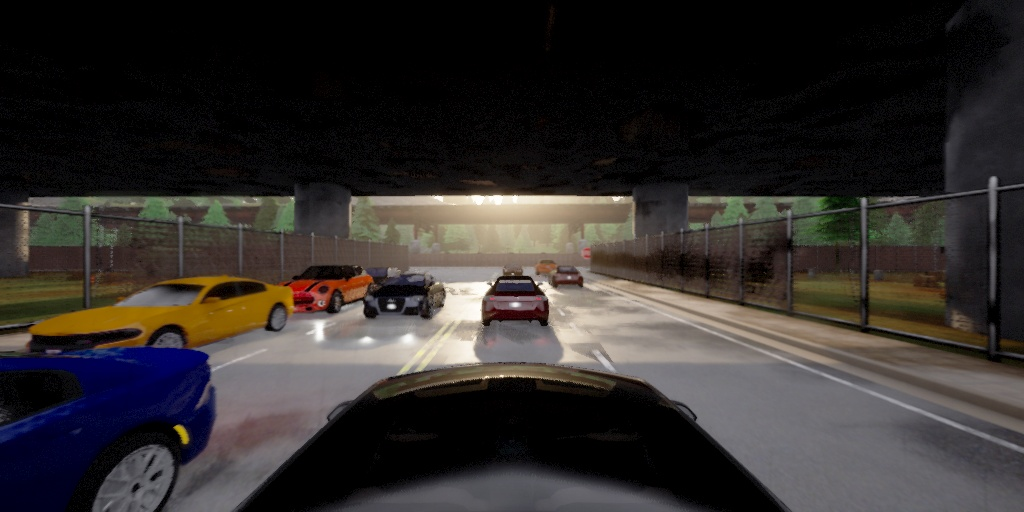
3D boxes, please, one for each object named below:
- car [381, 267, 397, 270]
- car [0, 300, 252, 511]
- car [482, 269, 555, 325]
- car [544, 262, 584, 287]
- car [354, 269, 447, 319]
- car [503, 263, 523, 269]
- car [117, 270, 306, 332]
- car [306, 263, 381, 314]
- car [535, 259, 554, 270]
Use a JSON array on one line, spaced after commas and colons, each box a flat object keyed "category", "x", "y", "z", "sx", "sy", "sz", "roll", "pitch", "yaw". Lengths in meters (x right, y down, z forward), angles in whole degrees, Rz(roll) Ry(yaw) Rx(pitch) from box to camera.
[{"category": "car", "x": -7.069, "y": 1.296, "z": 19.180, "sx": 2.033, "sy": 1.411, "sz": 5.357, "roll": 0, "pitch": 0, "yaw": 0}, {"category": "car", "x": -3.599, "y": 1.228, "z": 1.121, "sx": 1.882, "sy": 1.535, "sz": 5.008, "roll": 0, "pitch": 0, "yaw": 0}, {"category": "car", "x": 0.094, "y": 1.313, "z": 11.857, "sx": 1.994, "sy": 1.385, "sz": 4.181, "roll": 0, "pitch": 0, "yaw": 0}, {"category": "car", "x": 3.556, "y": 1.311, "z": 24.286, "sx": 1.994, "sy": 1.385, "sz": 4.181, "roll": 0, "pitch": 0, "yaw": 0}, {"category": "car", "x": -3.590, "y": 1.313, "z": 12.676, "sx": 1.994, "sy": 1.385, "sz": 4.181, "roll": 0, "pitch": 0, "yaw": 0}, {"category": "car", "x": 0.084, "y": 1.347, "z": 34.025, "sx": 1.895, "sy": 1.301, "sz": 4.718, "roll": 0, "pitch": 0, "yaw": 0}, {"category": "car", "x": -7.097, "y": 1.227, "z": 8.053, "sx": 1.882, "sy": 1.535, "sz": 5.008, "roll": 0, "pitch": 0, "yaw": 0}, {"category": "car", "x": -7.006, "y": 1.101, "z": 13.706, "sx": 2.097, "sy": 1.767, "sz": 4.553, "roll": 0, "pitch": 0, "yaw": 0}, {"category": "car", "x": 3.543, "y": 1.098, "z": 37.703, "sx": 2.097, "sy": 1.767, "sz": 4.553, "roll": 0, "pitch": 0, "yaw": 0}]
